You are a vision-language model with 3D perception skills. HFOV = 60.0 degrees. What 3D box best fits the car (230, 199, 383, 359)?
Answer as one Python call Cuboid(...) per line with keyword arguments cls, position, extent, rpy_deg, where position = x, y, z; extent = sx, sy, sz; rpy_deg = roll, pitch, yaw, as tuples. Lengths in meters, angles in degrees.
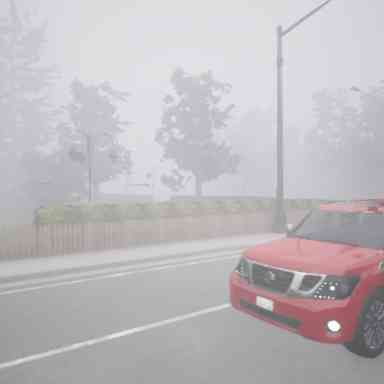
Cuboid(cls="car", position=(3.281, 1.189, 6.304), extent=(5.566, 2.045, 2.150), rpy_deg=(-1, 0, -35))
